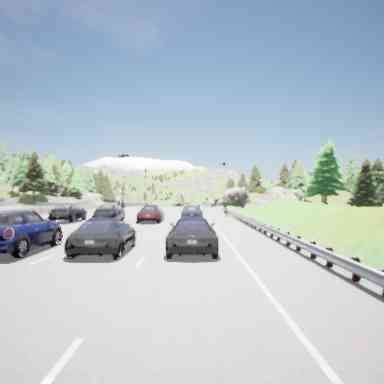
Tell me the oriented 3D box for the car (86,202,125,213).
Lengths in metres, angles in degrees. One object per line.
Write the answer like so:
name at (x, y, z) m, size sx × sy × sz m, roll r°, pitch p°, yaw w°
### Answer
car at (-6.997, 1.795, 28.442) m, size 2.128 × 1.511 × 4.902 m, roll 0°, pitch 0°, yaw 0°

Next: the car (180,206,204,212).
car at (-0.005, 1.834, 27.456) m, size 2.033 × 1.411 × 5.357 m, roll 0°, pitch -1°, yaw 0°

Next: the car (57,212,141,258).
car at (-3.488, 1.708, 13.349) m, size 1.994 × 1.385 × 4.181 m, roll 0°, pitch 0°, yaw 0°

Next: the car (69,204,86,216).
car at (-10.496, 1.797, 28.443) m, size 2.128 × 1.511 × 4.902 m, roll 0°, pitch 0°, yaw 0°

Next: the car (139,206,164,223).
car at (-3.498, 1.863, 28.438) m, size 1.994 × 1.385 × 4.181 m, roll 0°, pitch -1°, yaw 1°

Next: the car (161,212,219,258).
car at (0.014, 1.705, 13.423) m, size 1.994 × 1.385 × 4.181 m, roll 0°, pitch 0°, yaw 0°

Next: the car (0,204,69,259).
car at (-6.986, 1.495, 13.368) m, size 2.097 × 1.767 × 4.553 m, roll 0°, pitch -1°, yaw 0°
